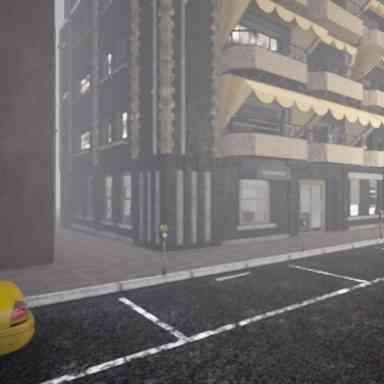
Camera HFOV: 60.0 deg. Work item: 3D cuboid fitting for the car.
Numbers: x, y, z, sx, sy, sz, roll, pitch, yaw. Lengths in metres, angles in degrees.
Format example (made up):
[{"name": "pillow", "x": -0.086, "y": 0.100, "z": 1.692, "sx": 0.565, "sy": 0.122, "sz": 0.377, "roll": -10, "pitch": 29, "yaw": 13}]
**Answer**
[{"name": "car", "x": -4.344, "y": 1.526, "z": 3.456, "sx": 4.829, "sy": 1.417, "sz": 1.752, "roll": 0, "pitch": 0, "yaw": -36}]
